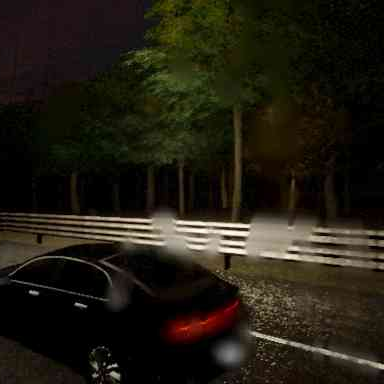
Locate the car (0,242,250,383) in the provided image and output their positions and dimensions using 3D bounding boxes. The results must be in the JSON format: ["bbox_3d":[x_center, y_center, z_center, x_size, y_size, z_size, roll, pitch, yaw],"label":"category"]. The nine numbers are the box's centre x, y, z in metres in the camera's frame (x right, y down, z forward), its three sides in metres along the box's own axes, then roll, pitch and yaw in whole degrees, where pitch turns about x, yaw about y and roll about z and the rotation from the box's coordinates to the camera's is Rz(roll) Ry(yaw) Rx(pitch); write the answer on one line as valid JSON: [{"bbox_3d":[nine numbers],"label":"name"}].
[{"bbox_3d":[-1.544,1.548,5.071,4.892,1.490,1.837,0,0,35],"label":"car"}]
